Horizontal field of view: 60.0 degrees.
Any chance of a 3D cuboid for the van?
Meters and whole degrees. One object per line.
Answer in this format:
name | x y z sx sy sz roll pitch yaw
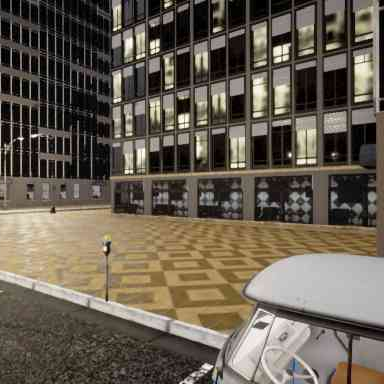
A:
van | 1.918 1.341 1.510 3.998 1.788 1.690 0 0 35
